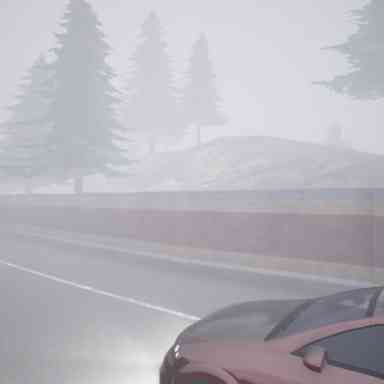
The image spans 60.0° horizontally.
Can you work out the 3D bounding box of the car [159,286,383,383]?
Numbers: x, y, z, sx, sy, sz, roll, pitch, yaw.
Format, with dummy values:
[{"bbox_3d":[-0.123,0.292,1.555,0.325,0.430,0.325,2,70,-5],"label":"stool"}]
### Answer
[{"bbox_3d":[1.723,1.574,2.843,4.181,1.385,1.994,-1,-1,36],"label":"car"}]
